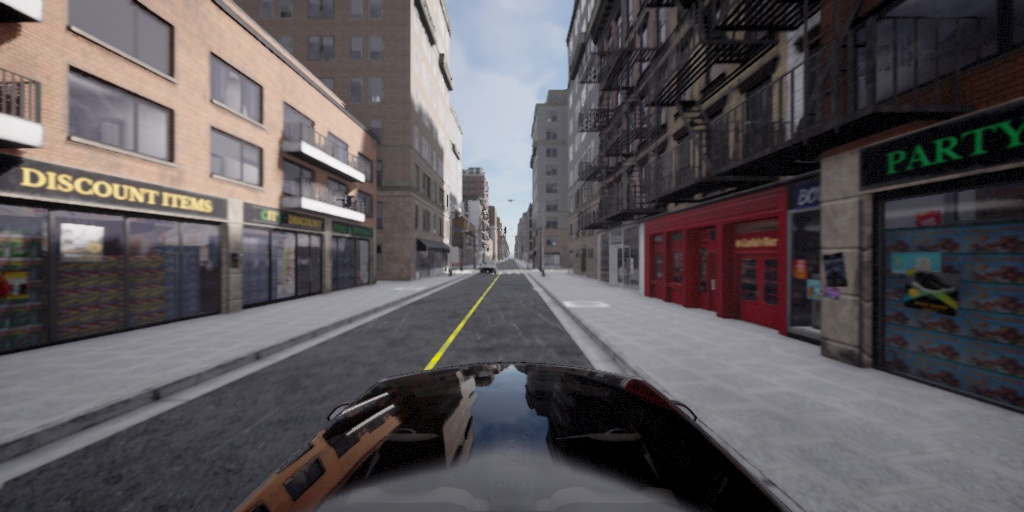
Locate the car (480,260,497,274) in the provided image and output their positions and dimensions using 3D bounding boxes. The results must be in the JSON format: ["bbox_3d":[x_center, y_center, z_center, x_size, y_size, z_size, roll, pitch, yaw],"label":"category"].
[{"bbox_3d":[-3.006,1.346,46.602,2.097,1.767,4.553,0,0,0],"label":"car"}]
